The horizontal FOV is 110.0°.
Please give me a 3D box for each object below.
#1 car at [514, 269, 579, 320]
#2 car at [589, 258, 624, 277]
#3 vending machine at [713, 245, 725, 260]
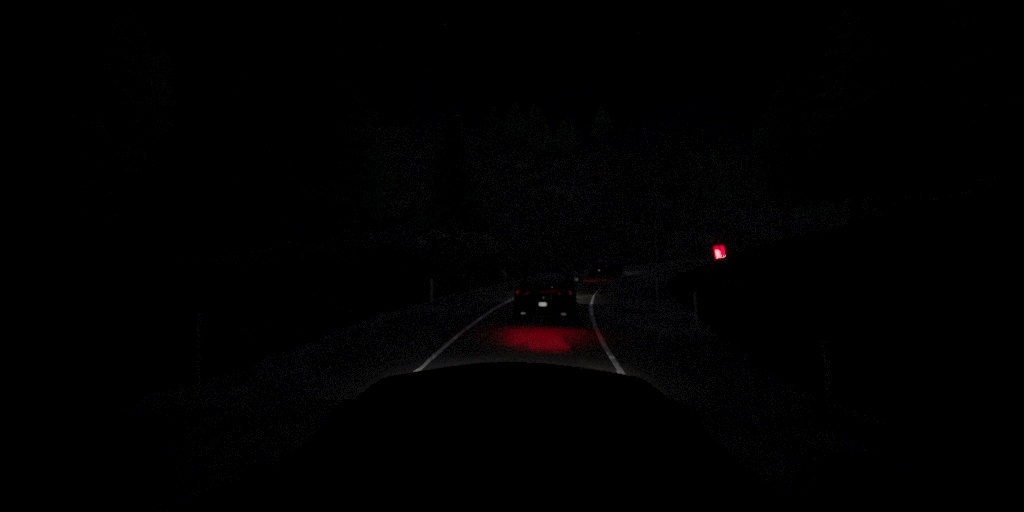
[{"bbox_3d":[1.295,1.187,12.579,1.882,1.535,5.008,0,0,10],"label":"car"},{"bbox_3d":[7.954,0.872,29.941,1.882,1.535,5.008,-1,1,29],"label":"car"},{"bbox_3d":[23.731,-0.251,40.918,0.880,2.100,1.100,0,0,-38],"label":"vending machine"}]
